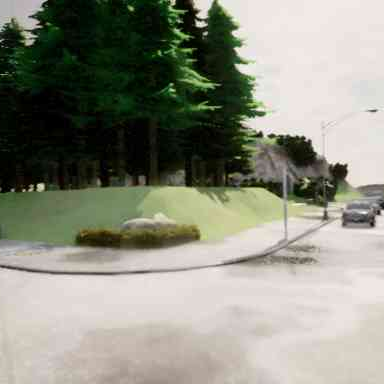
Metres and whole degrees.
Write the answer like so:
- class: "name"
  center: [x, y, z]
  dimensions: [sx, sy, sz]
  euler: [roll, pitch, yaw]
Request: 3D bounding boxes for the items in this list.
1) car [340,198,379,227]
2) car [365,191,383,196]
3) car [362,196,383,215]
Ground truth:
- class: "car"
  center: [11.095, 1.388, 22.046]
  dimensions: [1.837, 1.490, 4.892]
  euler: [-2, -1, 31]
- class: "car"
  center: [21.606, 0.964, 39.413]
  dimensions: [2.150, 2.045, 5.566]
  euler: [-2, -1, 31]
- class: "car"
  center: [16.210, 1.341, 30.518]
  dimensions: [1.812, 1.442, 4.674]
  euler: [-2, -1, 31]
